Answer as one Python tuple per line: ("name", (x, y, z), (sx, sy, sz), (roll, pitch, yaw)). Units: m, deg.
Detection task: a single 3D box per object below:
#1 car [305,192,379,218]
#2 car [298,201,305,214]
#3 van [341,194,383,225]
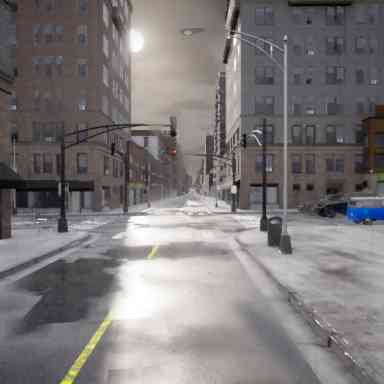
("car", (12.706, 1.037, 27.428), (5.566, 2.045, 2.150), (-1, 0, 0))
("car", (12.237, 1.117, 30.077), (5.009, 1.841, 2.192), (-1, 1, 0))
("van", (12.217, 1.203, 21.553), (3.998, 1.788, 1.690), (-1, 1, 0))
